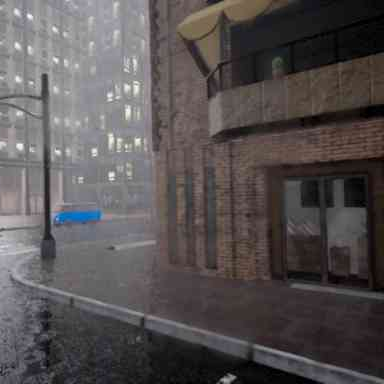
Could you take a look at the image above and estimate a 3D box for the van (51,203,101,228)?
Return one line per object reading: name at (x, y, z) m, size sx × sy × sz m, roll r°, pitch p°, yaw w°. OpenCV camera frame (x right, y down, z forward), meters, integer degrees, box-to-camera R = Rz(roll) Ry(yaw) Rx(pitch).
van at (-8.934, 1.748, 25.614) m, size 1.690 × 1.788 × 3.998 m, roll -2°, pitch -2°, yaw 36°
